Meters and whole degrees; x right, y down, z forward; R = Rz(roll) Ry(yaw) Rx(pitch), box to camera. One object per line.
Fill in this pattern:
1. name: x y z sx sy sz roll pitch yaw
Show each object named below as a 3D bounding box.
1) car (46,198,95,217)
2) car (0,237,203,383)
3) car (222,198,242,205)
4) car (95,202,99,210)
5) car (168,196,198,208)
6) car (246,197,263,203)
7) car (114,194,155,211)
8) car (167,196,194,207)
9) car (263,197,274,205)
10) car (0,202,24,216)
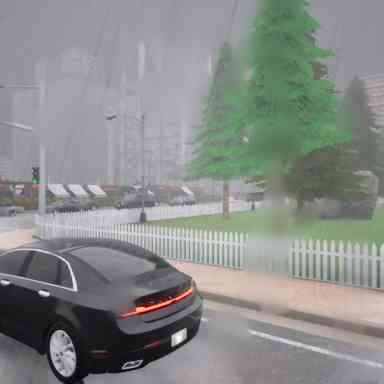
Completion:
1. car: -12.276 1.491 32.092 2.128 1.511 4.902 0 0 34
2. car: -2.121 1.505 5.440 4.892 1.490 1.837 0 0 36
3. car: 6.403 1.526 53.270 1.812 1.442 4.674 0 0 34
4. car: -12.835 1.478 37.538 1.882 1.535 5.008 0 0 34
5. car: -1.101 1.352 48.703 2.097 1.767 4.553 0 0 34
6. car: 11.889 1.221 61.459 2.150 2.045 5.566 0 0 34
7. car: -6.804 1.221 40.240 2.150 2.045 5.566 0 0 34
8. car: -1.834 1.505 53.865 1.837 1.490 4.892 0 0 34
9. car: 14.987 1.564 59.794 1.994 1.385 4.181 0 0 34
10. car: -17.970 1.601 30.006 1.895 1.301 4.718 0 0 36
